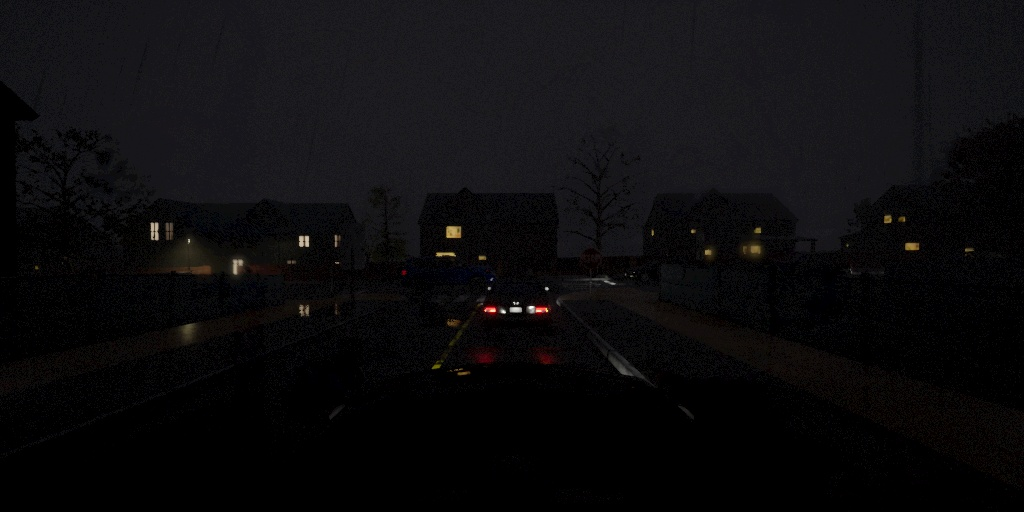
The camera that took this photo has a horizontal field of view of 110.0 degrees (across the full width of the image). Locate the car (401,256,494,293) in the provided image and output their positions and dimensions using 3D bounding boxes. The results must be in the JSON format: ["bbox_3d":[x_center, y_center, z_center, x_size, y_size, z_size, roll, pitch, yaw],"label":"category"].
[{"bbox_3d":[-3.708,1.015,21.240,5.566,2.045,2.150,-3,0,0],"label":"car"}]

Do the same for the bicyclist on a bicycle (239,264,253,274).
[{"bbox_3d":[-20.072,1.419,27.110,0.582,1.620,1.656,-1,1,0],"label":"bicyclist on a bicycle"}]

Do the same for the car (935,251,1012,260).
[{"bbox_3d":[30.518,0.461,24.084,4.902,1.511,2.128,-1,1,0],"label":"car"}]

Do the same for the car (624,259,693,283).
[{"bbox_3d":[10.065,0.954,24.141,4.892,1.490,1.837,-1,1,0],"label":"car"}]

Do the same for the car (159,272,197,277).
[{"bbox_3d":[-19.641,1.672,21.263,5.008,1.535,1.882,-2,1,0],"label":"car"}]

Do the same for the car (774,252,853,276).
[{"bbox_3d":[19.919,0.569,24.119,4.553,1.767,2.097,-1,1,0],"label":"car"}]

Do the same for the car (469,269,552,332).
[{"bbox_3d":[0.169,1.298,10.842,2.033,1.411,5.357,0,0,2],"label":"car"}]
